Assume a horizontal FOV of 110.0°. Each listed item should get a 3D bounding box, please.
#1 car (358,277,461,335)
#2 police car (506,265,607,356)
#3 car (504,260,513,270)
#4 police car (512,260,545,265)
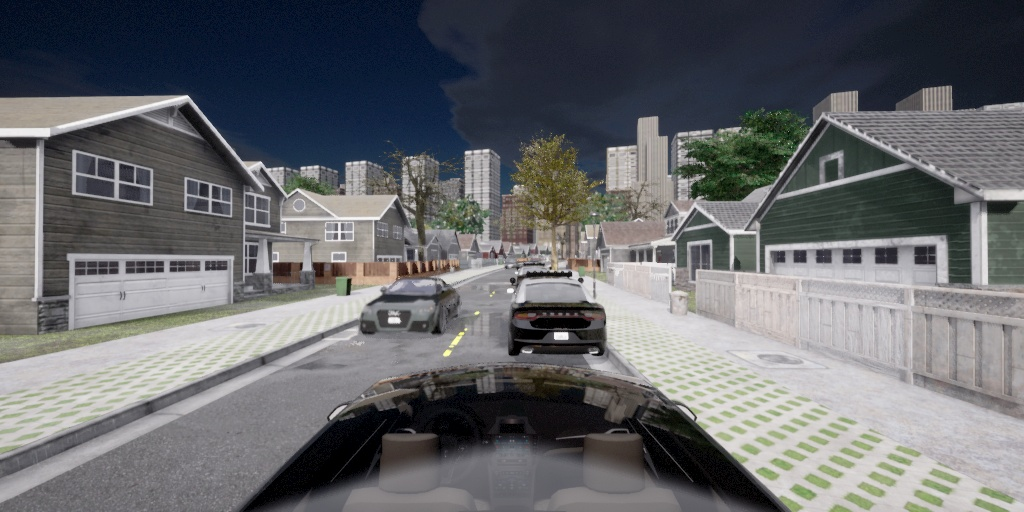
[{"bbox_3d":[-2.716,1.317,10.368,1.994,1.385,4.181,0,0,1],"label":"car"},{"bbox_3d":[0.891,1.177,8.762,1.930,1.638,5.238,0,0,1],"label":"police car"},{"bbox_3d":[-0.007,1.283,53.064,2.128,1.511,4.902,0,0,6],"label":"car"},{"bbox_3d":[1.166,1.182,18.714,1.930,1.638,5.238,0,0,2],"label":"police car"}]
